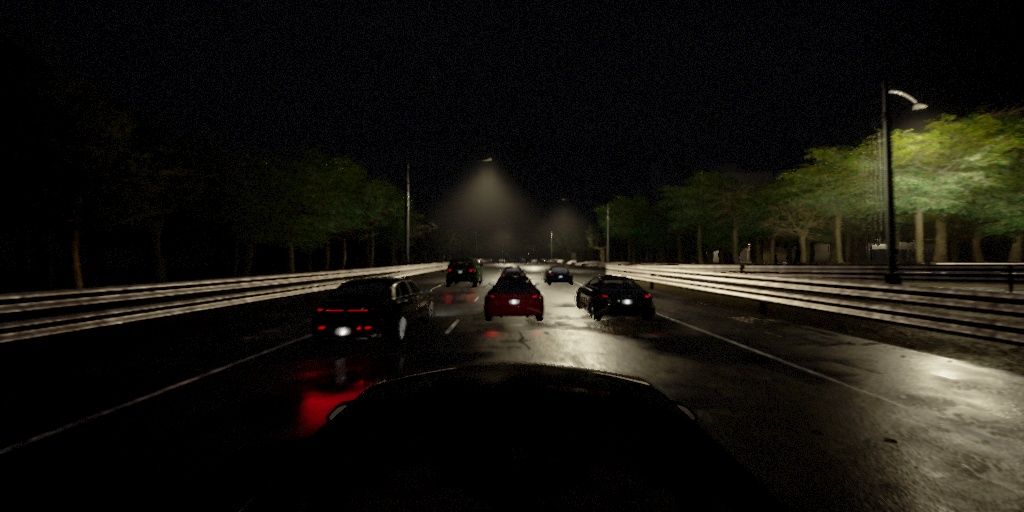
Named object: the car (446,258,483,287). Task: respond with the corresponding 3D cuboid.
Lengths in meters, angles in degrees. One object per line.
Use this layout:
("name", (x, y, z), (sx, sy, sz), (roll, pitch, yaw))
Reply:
("car", (-3.425, 1.149, 26.544), (2.150, 2.045, 5.566), (0, 0, 1))

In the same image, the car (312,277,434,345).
("car", (-3.442, 1.318, 9.758), (1.837, 1.490, 4.892), (0, -1, 0))

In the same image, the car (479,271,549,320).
("car", (0.079, 1.404, 13.092), (1.994, 1.385, 4.181), (0, 0, 0))

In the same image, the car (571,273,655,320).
("car", (3.578, 1.404, 13.088), (1.994, 1.385, 4.181), (0, 0, 0))

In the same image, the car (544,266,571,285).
("car", (3.587, 1.494, 28.219), (1.994, 1.385, 4.181), (0, 0, 0))

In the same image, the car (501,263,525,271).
("car", (0.087, 1.494, 28.193), (1.994, 1.385, 4.181), (0, 0, 0))
